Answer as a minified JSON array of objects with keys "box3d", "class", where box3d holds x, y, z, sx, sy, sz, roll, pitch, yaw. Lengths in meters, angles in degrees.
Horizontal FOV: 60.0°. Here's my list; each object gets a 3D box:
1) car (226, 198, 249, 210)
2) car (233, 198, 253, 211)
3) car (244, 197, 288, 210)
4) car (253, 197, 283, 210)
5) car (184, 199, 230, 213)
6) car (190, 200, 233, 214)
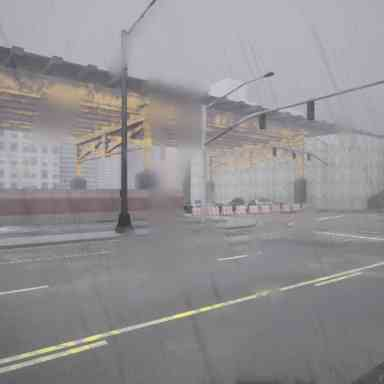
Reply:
[{"box3d":[5.285,1.295,37.970,1.853,1.218,4.536,0,0,18],"class":"car"},{"box3d":[5.269,1.453,37.920,2.038,1.542,4.974,0,0,18],"class":"car"},{"box3d":[9.183,1.452,41.677,4.974,1.542,2.038,0,0,-7],"class":"car"},{"box3d":[9.131,1.295,41.670,4.536,1.218,1.853,0,0,-7],"class":"car"},{"box3d":[1.471,1.295,35.245,4.536,1.218,1.853,0,0,8],"class":"car"},{"box3d":[1.522,1.453,35.238,4.974,1.542,2.038,0,0,8],"class":"car"}]
